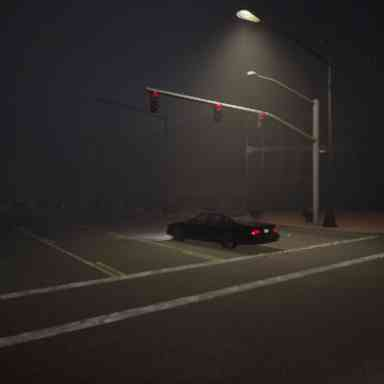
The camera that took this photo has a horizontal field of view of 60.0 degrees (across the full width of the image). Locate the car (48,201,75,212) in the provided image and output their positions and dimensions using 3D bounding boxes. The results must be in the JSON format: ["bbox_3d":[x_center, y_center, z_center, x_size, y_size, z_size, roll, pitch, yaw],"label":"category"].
[{"bbox_3d":[-17.811,1.943,45.861,2.033,1.411,5.357,0,-1,-36],"label":"car"}]

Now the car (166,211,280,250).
[{"bbox_3d":[1.141,1.559,14.513,2.033,1.411,5.357,0,-1,-43],"label":"car"}]

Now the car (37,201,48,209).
[{"bbox_3d":[-24.002,2.087,54.384,1.994,1.385,4.181,0,-1,-36],"label":"car"}]

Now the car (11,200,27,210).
[{"bbox_3d":[-28.101,2.044,54.072,2.128,1.511,4.902,0,-1,-36],"label":"car"}]
